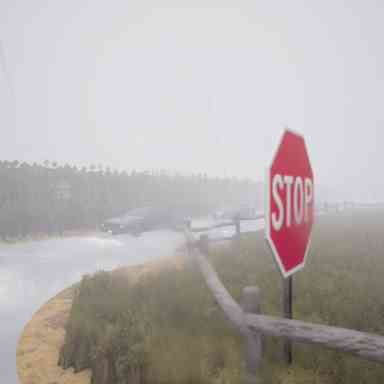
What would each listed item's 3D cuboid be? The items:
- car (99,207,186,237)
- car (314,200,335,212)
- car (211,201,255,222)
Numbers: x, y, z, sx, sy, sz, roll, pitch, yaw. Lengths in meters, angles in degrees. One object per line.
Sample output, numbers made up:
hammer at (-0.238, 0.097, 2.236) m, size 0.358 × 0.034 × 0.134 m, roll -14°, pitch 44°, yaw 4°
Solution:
car at (-2.455, 1.549, 18.358) m, size 2.033 × 1.411 × 5.357 m, roll 0°, pitch 0°, yaw 35°
car at (13.948, 1.549, 35.776) m, size 2.033 × 1.411 × 5.357 m, roll 0°, pitch 0°, yaw 34°
car at (3.386, 1.493, 26.570) m, size 2.128 × 1.511 × 4.902 m, roll 0°, pitch 0°, yaw 35°
